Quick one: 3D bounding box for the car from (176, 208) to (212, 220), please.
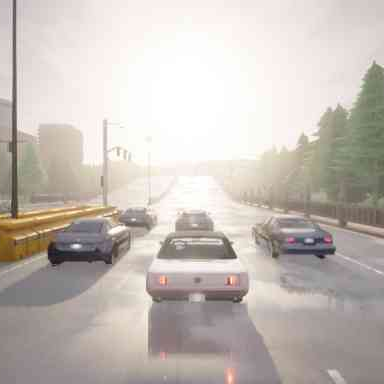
[{"bbox_3d":[0.124,1.564,18.019,1.994,1.385,4.181,0,0,0],"label":"car"}]

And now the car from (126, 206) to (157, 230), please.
[{"bbox_3d":[-3.374,1.564,21.246,1.994,1.385,4.181,0,0,0],"label":"car"}]

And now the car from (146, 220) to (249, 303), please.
[{"bbox_3d":[0.109,1.601,8.169,1.895,1.301,4.718,0,0,0],"label":"car"}]

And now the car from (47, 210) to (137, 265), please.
[{"bbox_3d":[-3.385,1.564,11.733,1.994,1.385,4.181,0,0,0],"label":"car"}]

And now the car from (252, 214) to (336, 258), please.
[{"bbox_3d":[3.615,1.548,12.773,2.033,1.411,5.357,0,0,0],"label":"car"}]
